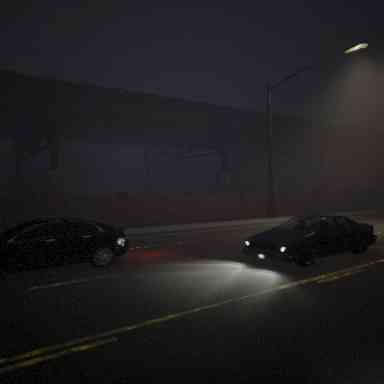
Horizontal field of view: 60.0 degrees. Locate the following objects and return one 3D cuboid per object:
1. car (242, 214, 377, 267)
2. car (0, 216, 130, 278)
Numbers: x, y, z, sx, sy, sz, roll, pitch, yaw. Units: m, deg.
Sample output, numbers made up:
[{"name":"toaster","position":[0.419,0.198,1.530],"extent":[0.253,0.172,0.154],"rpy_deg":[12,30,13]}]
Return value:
[{"name":"car","position":[4.193,1.477,11.295],"extent":[5.357,1.411,2.033],"rpy_deg":[-1,0,-36]},{"name":"car","position":[-4.233,1.491,9.572],"extent":[4.892,1.490,1.837],"rpy_deg":[0,0,-36]}]
